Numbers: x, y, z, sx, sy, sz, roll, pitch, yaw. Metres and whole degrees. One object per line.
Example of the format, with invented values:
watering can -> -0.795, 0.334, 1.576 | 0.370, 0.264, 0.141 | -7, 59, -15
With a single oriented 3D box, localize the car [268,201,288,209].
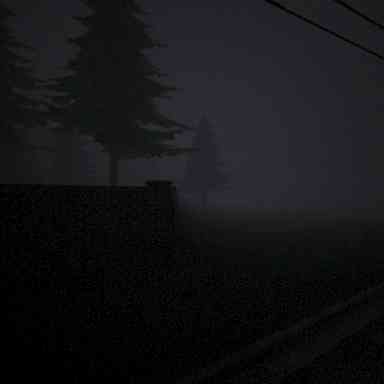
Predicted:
car -> 17.108, 2.503, 64.910 | 1.994, 1.385, 4.181 | 0, -1, -8

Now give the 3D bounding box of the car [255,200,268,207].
car -> 15.681, 2.543, 74.731 | 1.837, 1.490, 4.892 | 0, -1, -8
